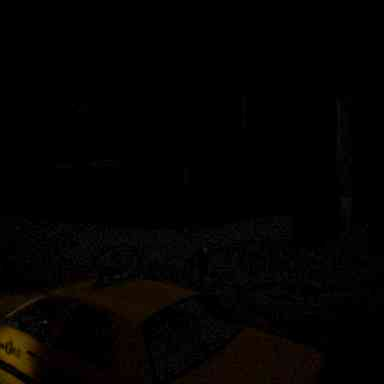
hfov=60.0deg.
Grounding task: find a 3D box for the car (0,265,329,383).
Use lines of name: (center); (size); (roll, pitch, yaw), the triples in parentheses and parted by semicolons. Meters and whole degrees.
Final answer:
car: (-1.045, 1.534, 3.709); (4.829, 1.417, 1.752); (0, 0, 36)
